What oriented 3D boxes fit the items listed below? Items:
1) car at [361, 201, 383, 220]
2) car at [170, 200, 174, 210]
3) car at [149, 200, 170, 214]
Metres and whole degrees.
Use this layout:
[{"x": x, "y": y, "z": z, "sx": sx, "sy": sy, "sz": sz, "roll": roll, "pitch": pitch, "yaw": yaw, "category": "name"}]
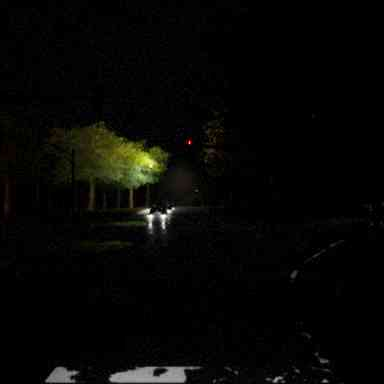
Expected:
[{"x": 13.556, "y": 0.900, "z": 21.285, "sx": 5.008, "sy": 1.535, "sz": 1.882, "roll": -2, "pitch": -1, "yaw": 5, "category": "car"}, {"x": -4.309, "y": 2.146, "z": 52.224, "sx": 1.812, "sy": 1.442, "sz": 4.674, "roll": 0, "pitch": -1, "yaw": -1, "category": "car"}, {"x": -4.086, "y": 1.920, "z": 40.717, "sx": 1.837, "sy": 1.490, "sz": 4.892, "roll": 0, "pitch": -1, "yaw": -1, "category": "car"}]
